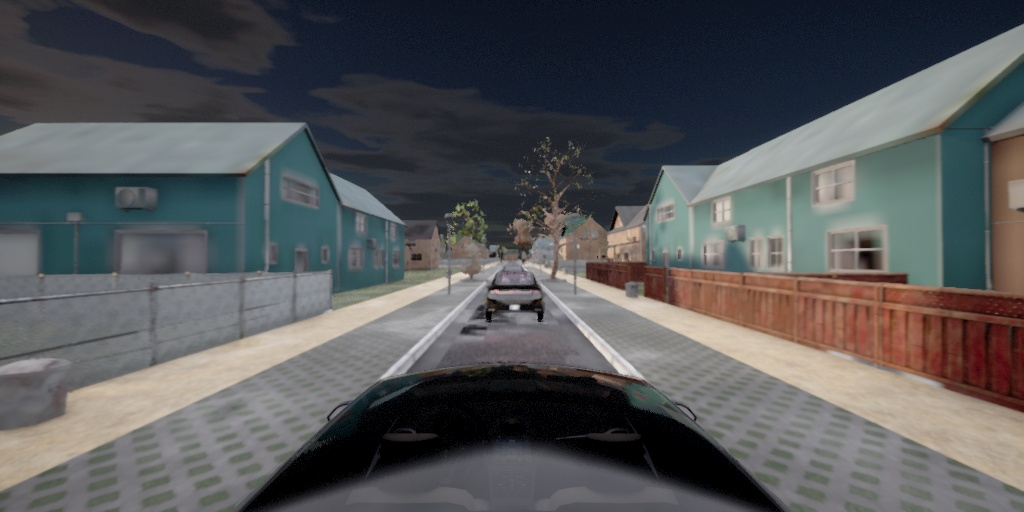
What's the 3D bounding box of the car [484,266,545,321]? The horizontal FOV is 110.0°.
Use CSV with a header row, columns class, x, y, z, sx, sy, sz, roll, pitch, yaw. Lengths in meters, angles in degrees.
class,x,y,z,sx,sy,sz,roll,pitch,yaw
car,0.086,1.251,12.542,2.128,1.511,4.902,0,0,0
